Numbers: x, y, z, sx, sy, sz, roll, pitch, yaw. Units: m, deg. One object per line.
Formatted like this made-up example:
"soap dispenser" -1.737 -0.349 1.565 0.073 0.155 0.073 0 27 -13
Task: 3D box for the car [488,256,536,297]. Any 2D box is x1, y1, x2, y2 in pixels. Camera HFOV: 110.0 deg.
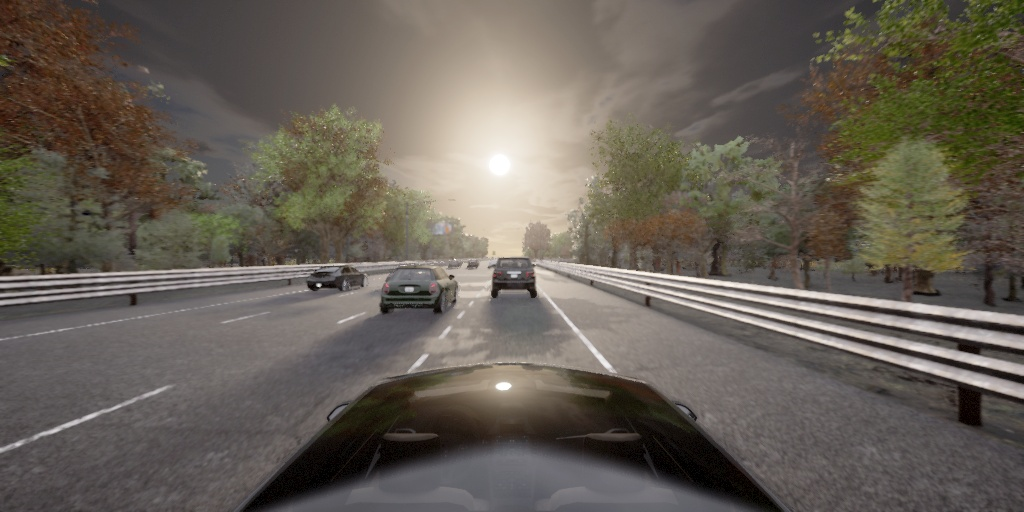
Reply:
"car" 0.098 1.023 19.445 2.150 2.045 5.566 0 0 0

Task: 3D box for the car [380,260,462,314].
"car" -3.402 1.135 14.013 2.097 1.767 4.553 0 0 0

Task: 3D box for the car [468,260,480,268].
"car" -6.888 1.440 64.979 1.837 1.490 4.892 0 0 0

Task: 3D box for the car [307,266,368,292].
"car" -10.399 1.308 21.733 1.837 1.490 4.892 0 0 0
